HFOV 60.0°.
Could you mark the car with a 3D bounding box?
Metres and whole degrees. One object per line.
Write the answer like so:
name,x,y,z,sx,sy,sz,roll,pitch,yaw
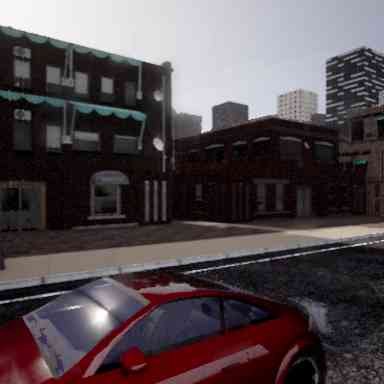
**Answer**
car,-0.580,1.574,3.266,4.181,1.385,1.994,1,0,-35
